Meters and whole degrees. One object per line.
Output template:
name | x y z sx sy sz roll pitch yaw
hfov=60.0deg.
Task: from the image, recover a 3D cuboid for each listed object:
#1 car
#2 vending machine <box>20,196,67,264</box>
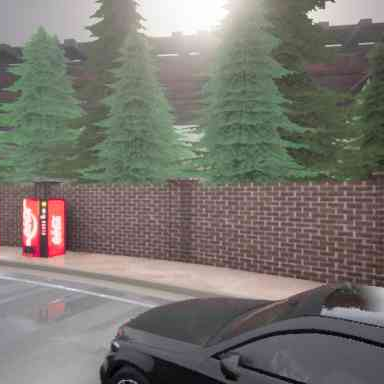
car | 1.250 1.525 2.667 4.674 1.442 1.812 0 0 38
vending machine | -4.924 1.195 11.076 0.880 2.100 1.100 0 0 23
